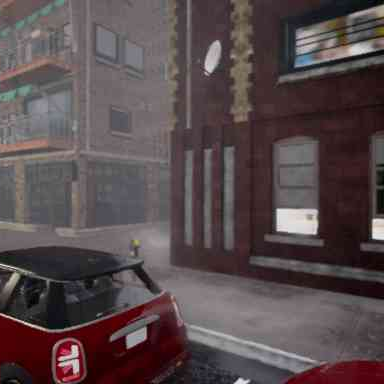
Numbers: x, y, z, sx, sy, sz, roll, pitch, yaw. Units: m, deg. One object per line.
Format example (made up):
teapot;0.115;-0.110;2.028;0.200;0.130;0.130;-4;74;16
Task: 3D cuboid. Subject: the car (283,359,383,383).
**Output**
car;2.382;1.543;1.168;4.507;1.381;1.887;0;0;35

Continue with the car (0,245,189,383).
car;-2.120;1.446;4.375;4.097;1.590;1.967;0;0;35
